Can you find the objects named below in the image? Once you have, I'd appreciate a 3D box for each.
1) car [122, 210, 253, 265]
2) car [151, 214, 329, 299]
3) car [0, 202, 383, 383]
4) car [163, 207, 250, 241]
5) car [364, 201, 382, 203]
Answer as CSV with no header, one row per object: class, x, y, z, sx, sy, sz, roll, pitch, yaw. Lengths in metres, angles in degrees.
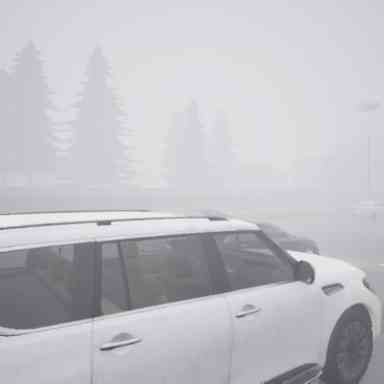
car,-0.036,1.513,12.334,4.674,1.442,1.812,0,0,-36
car,1.496,1.493,9.109,4.892,1.490,1.837,0,0,-36
car,-0.214,1.218,3.594,5.566,2.045,2.150,0,0,-35
car,0.810,1.545,17.220,4.181,1.385,1.994,0,0,-35
car,14.766,1.476,27.172,4.674,1.442,1.812,0,0,-36
